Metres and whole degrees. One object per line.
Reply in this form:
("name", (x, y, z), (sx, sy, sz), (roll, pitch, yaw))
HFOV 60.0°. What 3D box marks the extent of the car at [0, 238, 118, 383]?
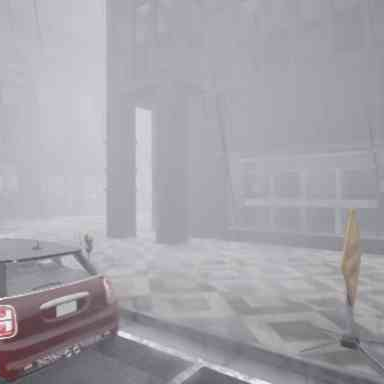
("car", (-3.106, 1.445, 5.182), (4.097, 1.590, 1.967), (0, 0, 35))
